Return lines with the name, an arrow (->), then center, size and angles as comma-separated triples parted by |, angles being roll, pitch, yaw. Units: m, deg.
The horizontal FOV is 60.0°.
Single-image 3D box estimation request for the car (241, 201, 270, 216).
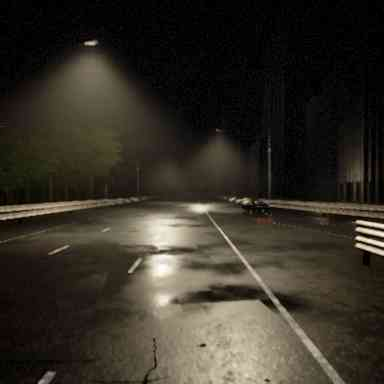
car -> 6.521, 1.639, 34.616 | 2.128, 1.511, 4.902 | 0, 0, -9
